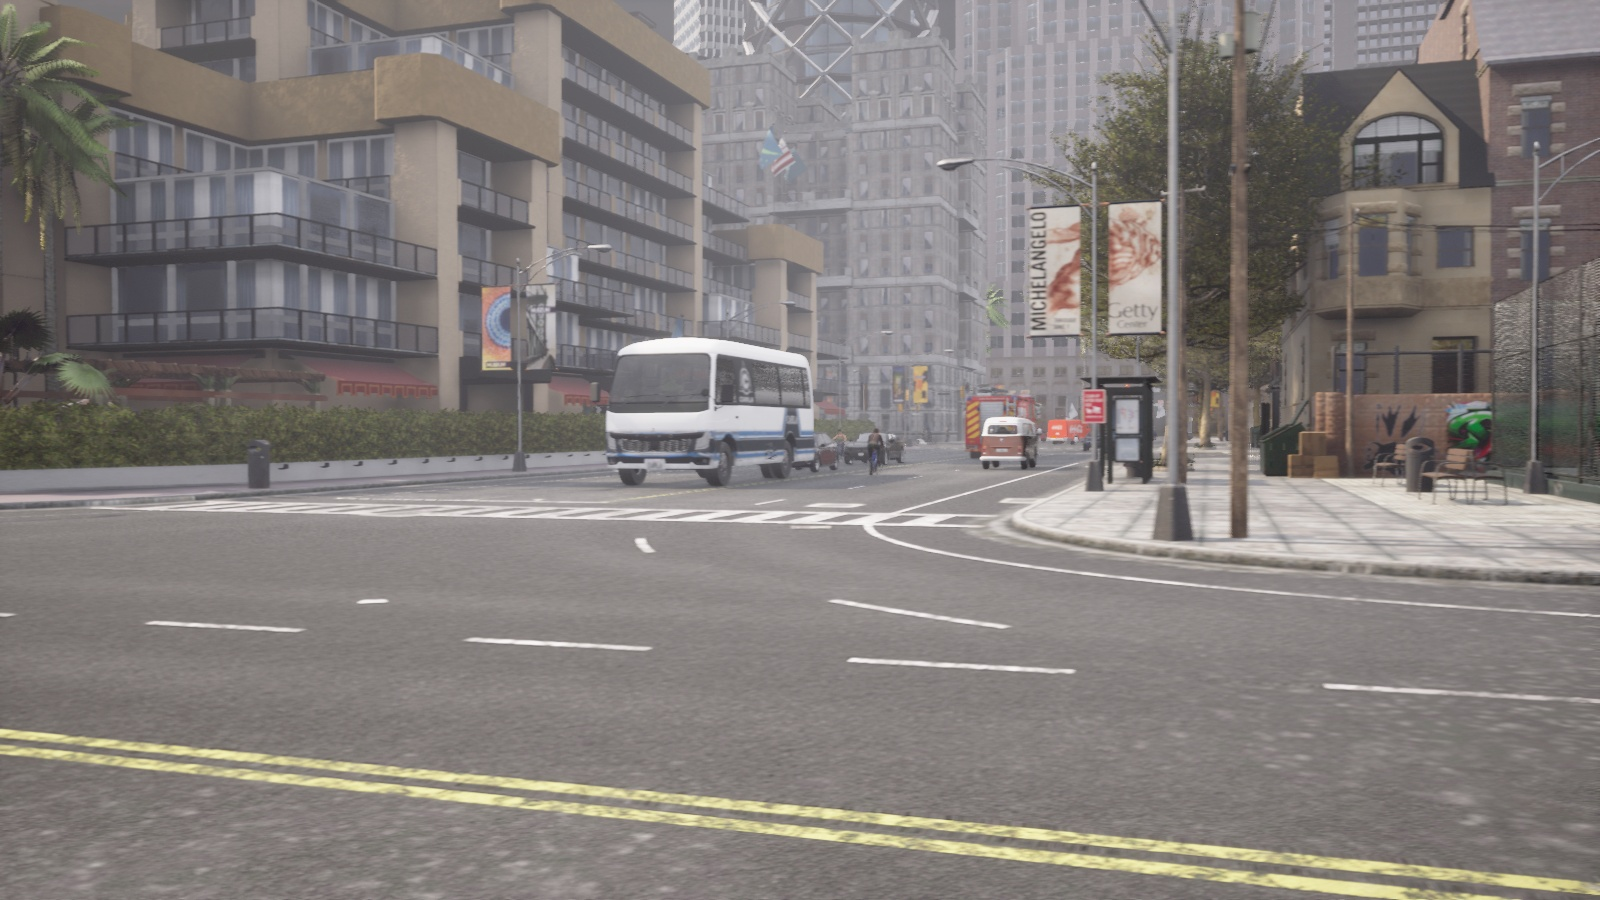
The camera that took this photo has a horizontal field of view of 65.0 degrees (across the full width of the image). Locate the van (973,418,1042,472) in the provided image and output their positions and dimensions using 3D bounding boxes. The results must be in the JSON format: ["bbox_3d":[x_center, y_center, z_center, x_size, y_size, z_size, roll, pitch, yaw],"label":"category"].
[{"bbox_3d":[8.334,-0.221,50.166,2.069,2.038,4.480,1,1,18],"label":"van"}]

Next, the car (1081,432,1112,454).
[{"bbox_3d":[21.024,-0.503,88.985,1.816,1.474,4.193,1,1,18],"label":"car"}]

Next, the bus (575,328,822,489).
[{"bbox_3d":[-2.702,-1.176,38.505,3.944,4.253,10.273,1,1,18],"label":"bus"}]

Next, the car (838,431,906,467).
[{"bbox_3d":[3.334,-0.096,57.079,1.882,1.535,5.008,1,1,18],"label":"car"}]

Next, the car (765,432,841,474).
[{"bbox_3d":[0.170,0.085,47.312,1.845,1.501,3.633,1,1,18],"label":"car"}]

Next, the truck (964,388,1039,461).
[{"bbox_3d":[11.452,-1.426,70.756,2.891,3.827,8.468,1,1,18],"label":"truck"}]
